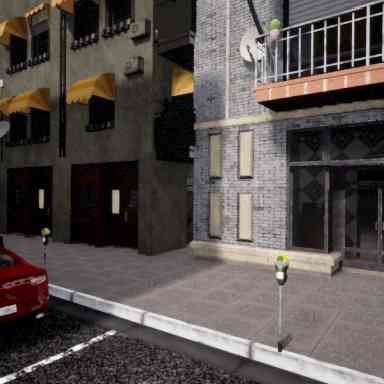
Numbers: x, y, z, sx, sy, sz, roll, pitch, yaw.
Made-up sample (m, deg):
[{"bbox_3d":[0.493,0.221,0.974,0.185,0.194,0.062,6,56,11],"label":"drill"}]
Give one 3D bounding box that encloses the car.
[{"bbox_3d":[-4.421,1.544,6.028,4.507,1.381,1.887,0,1,36],"label":"car"}]
